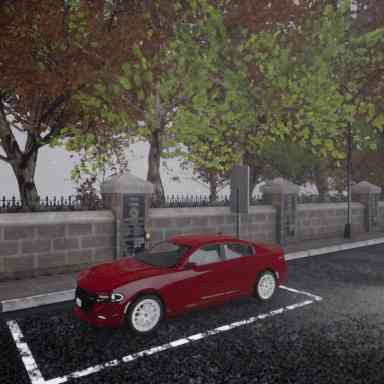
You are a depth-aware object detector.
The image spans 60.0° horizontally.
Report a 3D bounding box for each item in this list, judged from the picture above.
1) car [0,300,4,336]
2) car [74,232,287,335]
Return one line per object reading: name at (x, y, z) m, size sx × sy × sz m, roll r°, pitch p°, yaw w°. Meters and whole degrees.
car at (-4.490, 1.551, 3.449) m, size 4.403 × 1.369 × 2.008 m, roll 0°, pitch 0°, yaw -36°
car at (-0.012, 1.545, 6.711) m, size 4.507 × 1.381 × 1.887 m, roll 0°, pitch 0°, yaw -36°
